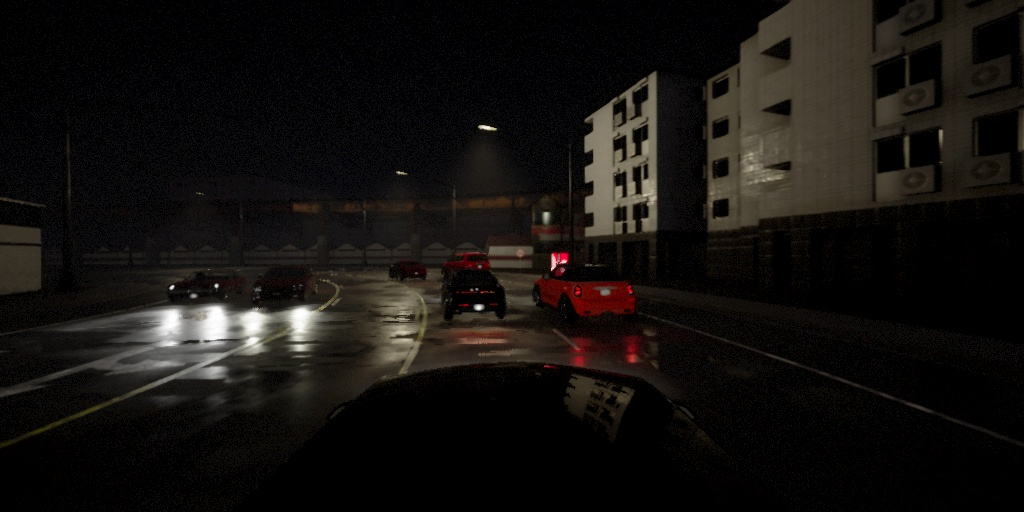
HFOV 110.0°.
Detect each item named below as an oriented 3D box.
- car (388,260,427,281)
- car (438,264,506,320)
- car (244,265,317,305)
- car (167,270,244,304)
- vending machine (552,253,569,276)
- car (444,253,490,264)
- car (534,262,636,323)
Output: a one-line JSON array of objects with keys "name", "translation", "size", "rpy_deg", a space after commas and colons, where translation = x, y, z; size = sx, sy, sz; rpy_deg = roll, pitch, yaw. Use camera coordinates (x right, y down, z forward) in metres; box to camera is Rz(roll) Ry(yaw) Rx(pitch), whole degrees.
[{"name": "car", "translation": [-8.282, 1.095, 28.149], "size": [1.882, 1.535, 5.008], "rpy_deg": [0, 0, -33]}, {"name": "car", "translation": [-1.463, 1.187, 12.445], "size": [1.837, 1.490, 4.892], "rpy_deg": [0, 0, -13]}, {"name": "car", "translation": [-10.102, 1.195, 16.229], "size": [1.882, 1.535, 5.008], "rpy_deg": [0, 0, -22]}, {"name": "car", "translation": [-14.107, 1.343, 16.850], "size": [1.895, 1.301, 4.718], "rpy_deg": [-1, 0, -25]}, {"name": "vending machine", "translation": [3.571, 0.739, 26.509], "size": [1.100, 2.100, 0.880], "rpy_deg": [0, 0, -26]}, {"name": "car", "translation": [-3.519, 0.810, 27.156], "size": [2.150, 2.045, 5.566], "rpy_deg": [0, 0, -29]}, {"name": "car", "translation": [2.185, 1.011, 12.023], "size": [2.097, 1.767, 4.553], "rpy_deg": [-1, 1, -11]}]
